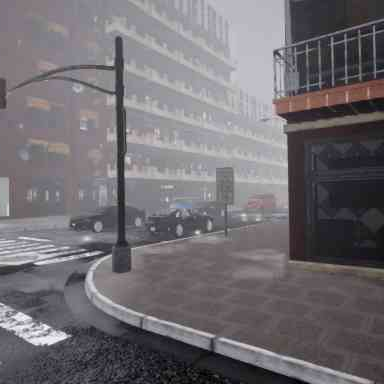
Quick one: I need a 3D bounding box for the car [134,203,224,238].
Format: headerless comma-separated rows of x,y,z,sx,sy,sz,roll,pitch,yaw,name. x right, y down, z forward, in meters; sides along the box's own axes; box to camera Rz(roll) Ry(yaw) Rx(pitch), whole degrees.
-0.507,1.435,16.803,2.008,1.369,4.403,-1,-1,36,car

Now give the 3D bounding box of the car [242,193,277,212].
7.726,1.170,37.615,2.150,2.045,5.566,-1,0,36,car

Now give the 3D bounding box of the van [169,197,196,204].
-0.438,1.365,30.449,1.690,1.788,3.998,-1,-1,36,van

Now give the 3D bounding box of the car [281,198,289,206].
15.672,1.496,52.962,1.752,1.417,4.829,-1,-1,36,car

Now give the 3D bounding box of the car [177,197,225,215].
1.128,1.479,28.394,1.837,1.490,4.892,-1,-1,35,car

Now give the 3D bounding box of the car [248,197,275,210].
9.287,1.431,44.040,1.967,1.590,4.097,-1,-1,36,car

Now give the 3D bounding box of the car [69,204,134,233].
-4.919,1.476,19.944,1.882,1.535,5.008,-1,-1,36,car
